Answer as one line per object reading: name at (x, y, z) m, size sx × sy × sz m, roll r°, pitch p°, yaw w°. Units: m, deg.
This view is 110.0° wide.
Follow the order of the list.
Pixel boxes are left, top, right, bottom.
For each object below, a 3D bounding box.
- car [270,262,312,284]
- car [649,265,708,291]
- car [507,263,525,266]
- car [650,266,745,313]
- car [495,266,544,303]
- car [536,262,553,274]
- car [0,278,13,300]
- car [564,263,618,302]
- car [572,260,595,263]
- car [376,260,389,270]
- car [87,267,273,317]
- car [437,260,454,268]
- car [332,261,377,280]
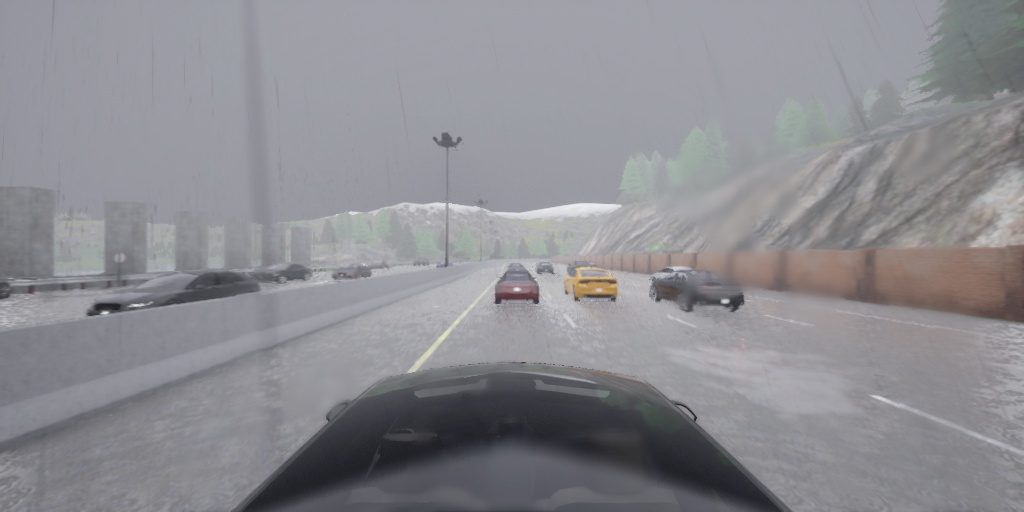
car at (-17.301, 1.254, 27.254) m, size 1.882 × 1.535 × 5.008 m, roll 0°, pitch 0°, yaw 1°
car at (10.841, 1.390, 23.762) m, size 1.812 × 1.442 × 4.674 m, roll 0°, pitch 0°, yaw 1°
car at (0.424, 1.445, 39.148) m, size 1.994 × 1.385 × 4.181 m, roll 0°, pitch 0°, yaw 0°
car at (7.212, 1.311, 14.492) m, size 2.128 × 1.511 × 4.902 m, roll 0°, pitch 0°, yaw 1°
car at (0.245, 1.368, 17.029) m, size 1.994 × 1.385 × 4.181 m, roll 0°, pitch 0°, yaw 1°
car at (3.913, 1.433, 43.303) m, size 1.812 × 1.442 × 4.674 m, roll 0°, pitch 0°, yaw 0°
car at (-21.013, 1.219, 12.285) m, size 1.837 × 1.490 × 4.892 m, roll 0°, pitch -1°, yaw 1°
car at (3.743, 1.296, 17.687) m, size 1.882 × 1.535 × 5.008 m, roll 0°, pitch 0°, yaw 1°
car at (7.415, 1.259, 39.824) m, size 2.097 × 1.767 × 4.553 m, roll 0°, pitch 0°, yaw 0°
car at (-20.851, 1.388, 56.417) m, size 1.812 × 1.442 × 4.674 m, roll 0°, pitch 0°, yaw 0°
car at (-10.520, 1.254, 11.742) m, size 1.837 × 1.490 × 4.892 m, roll 0°, pitch -1°, yaw 1°
car at (-10.358, 1.381, 56.555) m, size 1.882 × 1.535 × 5.008 m, roll 0°, pitch 0°, yaw 0°
car at (-13.765, 1.367, 31.067) m, size 1.994 × 1.385 × 4.181 m, roll 0°, pitch 0°, yaw 1°
